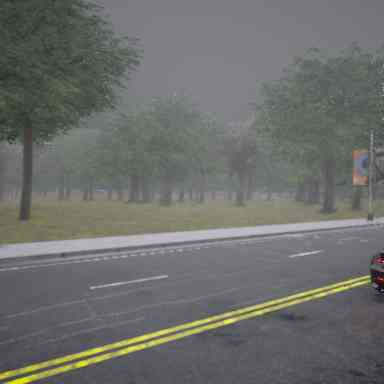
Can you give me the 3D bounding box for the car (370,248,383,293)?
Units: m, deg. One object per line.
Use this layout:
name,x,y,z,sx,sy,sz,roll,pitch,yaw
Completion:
car,6.052,1.594,7.774,4.892,1.490,1.837,0,0,-35
